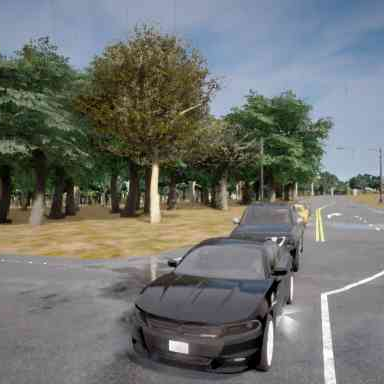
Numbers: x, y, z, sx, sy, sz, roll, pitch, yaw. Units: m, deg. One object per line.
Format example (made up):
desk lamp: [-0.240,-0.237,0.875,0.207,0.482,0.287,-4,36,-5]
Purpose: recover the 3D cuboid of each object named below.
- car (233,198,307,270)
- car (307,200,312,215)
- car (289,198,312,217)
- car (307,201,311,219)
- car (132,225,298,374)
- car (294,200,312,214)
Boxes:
car: [2.894,1.459,12.330,2.150,2.045,5.566,-2,0,21]
car: [9.370,1.723,29.477,1.812,1.442,4.674,-1,0,21]
car: [11.410,1.562,34.847,2.097,1.767,4.553,-1,0,21]
car: [7.298,1.663,23.978,1.882,1.535,5.008,-1,0,21]
car: [0.758,1.612,6.195,1.882,1.535,5.008,-1,-2,21]
car: [13.418,1.746,40.052,1.812,1.442,4.674,-1,0,21]
